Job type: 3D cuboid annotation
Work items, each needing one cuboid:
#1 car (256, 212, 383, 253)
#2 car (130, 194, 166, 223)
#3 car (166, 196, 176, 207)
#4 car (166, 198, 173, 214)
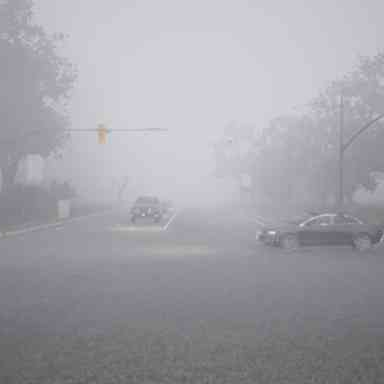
[{"bbox_3d":[5.106,1.567,13.582,4.902,1.511,2.128,0,0,-3],"label":"car"},{"bbox_3d":[-3.649,1.371,27.555,2.150,2.045,5.566,0,0,0],"label":"car"},{"bbox_3d":[-3.859,1.777,51.553,1.994,1.385,4.181,0,0,-1],"label":"car"},{"bbox_3d":[-3.666,1.741,38.102,2.033,1.411,5.357,0,0,0],"label":"car"}]
